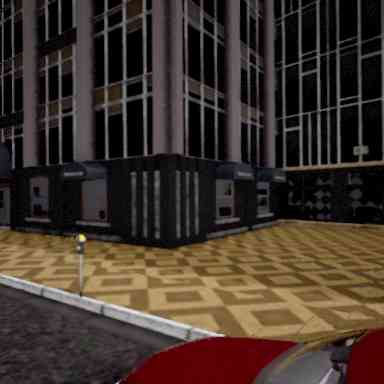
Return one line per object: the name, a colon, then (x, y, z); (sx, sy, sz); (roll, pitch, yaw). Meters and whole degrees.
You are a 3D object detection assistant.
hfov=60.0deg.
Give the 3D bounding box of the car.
car: (1.269, 1.582, 1.968); (4.206, 1.307, 1.802); (-1, 0, 35)
